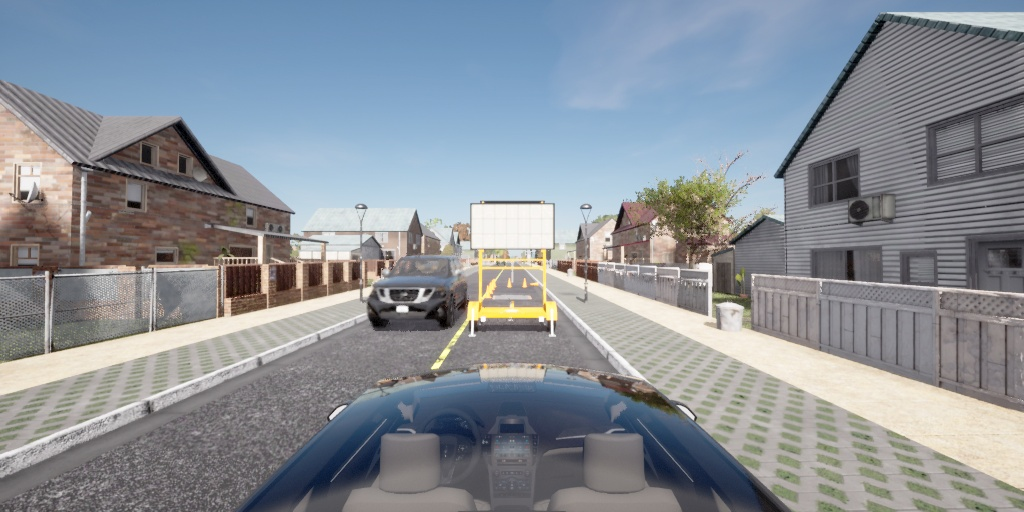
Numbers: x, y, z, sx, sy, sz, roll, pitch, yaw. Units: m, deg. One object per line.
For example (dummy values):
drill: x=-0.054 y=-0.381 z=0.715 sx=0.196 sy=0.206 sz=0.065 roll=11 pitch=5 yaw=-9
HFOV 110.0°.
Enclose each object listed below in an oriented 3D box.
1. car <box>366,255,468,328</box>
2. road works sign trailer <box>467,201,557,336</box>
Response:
car: x=-2.748 y=0.979 z=11.753 sx=2.150 sy=2.045 sz=5.566 roll=0 pitch=0 yaw=0
road works sign trailer: x=0.014 y=0.220 z=10.344 sx=2.380 sy=3.560 sz=2.880 roll=0 pitch=0 yaw=0
